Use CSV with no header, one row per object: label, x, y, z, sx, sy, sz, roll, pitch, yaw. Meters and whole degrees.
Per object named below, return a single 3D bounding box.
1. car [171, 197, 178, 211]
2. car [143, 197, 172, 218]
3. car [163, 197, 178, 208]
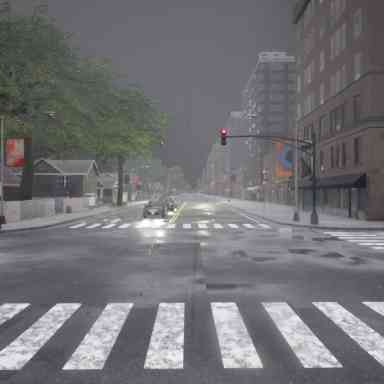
car,-3.218,1.367,39.943,2.097,1.767,4.553,0,0,1
car,-3.252,1.500,30.209,2.128,1.511,4.902,0,0,0
car,-3.181,1.548,49.901,1.812,1.442,4.674,0,0,0
